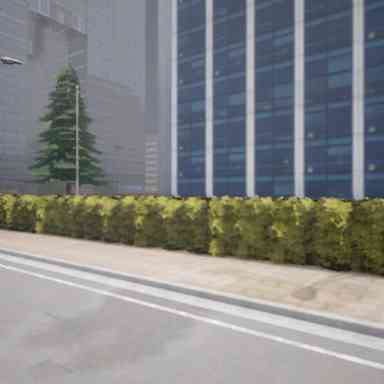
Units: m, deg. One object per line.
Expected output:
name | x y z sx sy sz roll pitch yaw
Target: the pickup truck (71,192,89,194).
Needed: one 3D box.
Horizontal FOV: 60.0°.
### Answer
pickup truck | -21.947 1.028 66.338 6.274 2.098 2.390 0 0 -24
